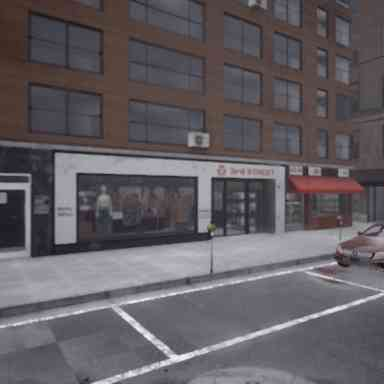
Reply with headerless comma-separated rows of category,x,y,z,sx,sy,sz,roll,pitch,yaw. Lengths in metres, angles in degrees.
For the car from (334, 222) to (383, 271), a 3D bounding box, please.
car,6.117,1.583,10.048,4.206,1.307,1.802,0,0,-33
